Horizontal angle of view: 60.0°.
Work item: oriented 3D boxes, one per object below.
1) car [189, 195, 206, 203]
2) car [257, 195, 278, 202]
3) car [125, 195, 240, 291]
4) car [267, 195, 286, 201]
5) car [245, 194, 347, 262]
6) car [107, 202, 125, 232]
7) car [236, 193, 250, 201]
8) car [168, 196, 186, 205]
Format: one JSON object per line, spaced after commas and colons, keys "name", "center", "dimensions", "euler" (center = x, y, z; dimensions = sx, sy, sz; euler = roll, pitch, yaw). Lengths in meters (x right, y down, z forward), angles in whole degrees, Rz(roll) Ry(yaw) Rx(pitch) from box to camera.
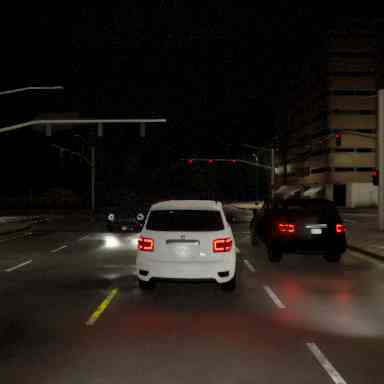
{"name": "car", "center": [1.252, 1.500, 71.505], "dimensions": [1.837, 1.490, 4.892], "euler": [0, 0, 27]}
{"name": "car", "center": [18.243, 1.540, 80.268], "dimensions": [5.357, 1.411, 2.033], "euler": [0, 0, -33]}
{"name": "car", "center": [0.021, 1.221, 9.198], "dimensions": [2.150, 2.045, 5.566], "euler": [0, 0, 4]}
{"name": "car", "center": [21.885, 1.524, 86.292], "dimensions": [4.674, 1.442, 1.812], "euler": [0, 0, -22]}
{"name": "car", "center": [3.584, 1.221, 12.222], "dimensions": [2.150, 2.045, 5.566], "euler": [0, 0, 0]}
{"name": "car", "center": [-3.597, 1.351, 19.941], "dimensions": [2.097, 1.767, 4.553], "euler": [0, 0, 0]}
{"name": "car", "center": [13.115, 1.225, 80.779], "dimensions": [5.566, 2.045, 2.150], "euler": [0, 0, -41]}
{"name": "car", "center": [-2.646, 1.547, 59.966], "dimensions": [2.033, 1.411, 5.357], "euler": [0, 0, 11]}
